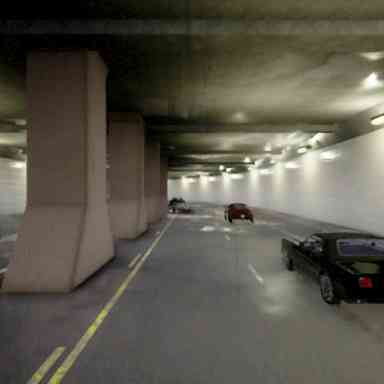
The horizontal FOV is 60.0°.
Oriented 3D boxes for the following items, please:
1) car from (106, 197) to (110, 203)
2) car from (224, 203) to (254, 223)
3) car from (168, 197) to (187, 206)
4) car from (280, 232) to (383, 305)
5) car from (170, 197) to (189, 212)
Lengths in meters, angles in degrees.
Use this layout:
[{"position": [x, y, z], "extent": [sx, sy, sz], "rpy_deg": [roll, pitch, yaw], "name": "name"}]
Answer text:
[{"position": [-18.701, 1.599, 70.331], "extent": [1.895, 1.301, 4.718], "rpy_deg": [0, 0, -26], "name": "car"}, {"position": [3.586, 1.553, 25.782], "extent": [1.812, 1.442, 4.674], "rpy_deg": [0, 0, 0], "name": "car"}, {"position": [-2.483, 1.552, 56.060], "extent": [2.128, 1.511, 4.902], "rpy_deg": [0, 0, -16], "name": "car"}, {"position": [3.599, 1.610, 8.038], "extent": [1.895, 1.301, 4.718], "rpy_deg": [0, 0, 0], "name": "car"}, {"position": [-1.326, 1.568, 39.056], "extent": [1.812, 1.442, 4.674], "rpy_deg": [0, 0, -3], "name": "car"}]
